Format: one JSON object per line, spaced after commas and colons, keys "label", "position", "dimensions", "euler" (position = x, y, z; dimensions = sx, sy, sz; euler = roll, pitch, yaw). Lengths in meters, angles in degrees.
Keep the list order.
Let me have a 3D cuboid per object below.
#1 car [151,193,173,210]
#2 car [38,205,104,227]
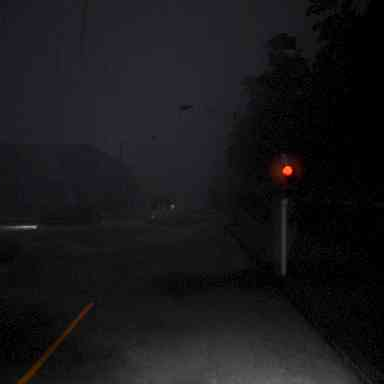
{"label": "car", "position": [-4.065, 1.221, 43.928], "dimensions": [2.150, 2.045, 5.566], "euler": [0, 0, 0]}
{"label": "car", "position": [-8.182, 1.564, 22.677], "dimensions": [4.181, 1.385, 1.994], "euler": [0, 1, -24]}
